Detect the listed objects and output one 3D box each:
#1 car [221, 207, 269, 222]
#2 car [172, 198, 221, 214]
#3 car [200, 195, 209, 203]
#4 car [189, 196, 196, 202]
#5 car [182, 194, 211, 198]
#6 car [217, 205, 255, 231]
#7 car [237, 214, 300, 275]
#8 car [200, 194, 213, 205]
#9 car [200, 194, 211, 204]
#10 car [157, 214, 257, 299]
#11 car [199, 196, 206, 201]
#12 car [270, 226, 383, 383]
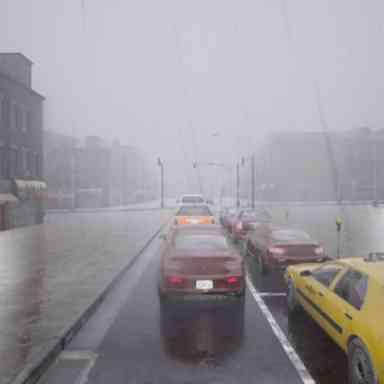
[{"bbox_3d":[2.664,1.433,15.614,1.967,1.590,4.097,0,0,0],"label":"car"},{"bbox_3d":[0.119,1.345,16.026,2.097,1.767,4.553,0,0,0],"label":"car"},{"bbox_3d":[2.783,1.587,74.631,1.967,1.590,4.097,-1,0,0],"label":"car"},{"bbox_3d":[0.172,1.679,83.485,1.837,1.490,4.892,0,0,0],"label":"car"},{"bbox_3d":[0.087,1.222,26.122,2.150,2.045,5.566,0,0,1],"label":"car"},{"bbox_3d":[2.676,1.577,21.081,1.802,1.307,4.206,0,0,0],"label":"car"},{"bbox_3d":[2.654,1.576,10.148,1.802,1.307,4.206,0,0,0],"label":"car"},{"bbox_3d":[2.760,1.416,63.826,2.192,1.841,5.009,-1,0,0],"label":"car"},{"bbox_3d":[2.771,1.438,69.229,2.192,1.841,5.009,-1,0,0],"label":"car"},{"bbox_3d":[0.150,1.520,8.350,1.812,1.442,4.674,0,0,-2],"label":"car"},{"bbox_3d":[2.817,1.752,91.007,1.752,1.417,4.829,-1,0,0],"label":"car"},{"bbox_3d":[2.643,1.521,4.850,1.752,1.417,4.829,0,0,0],"label":"car"}]
